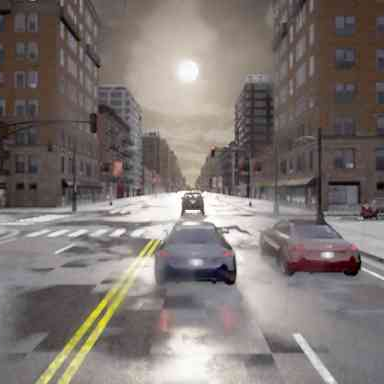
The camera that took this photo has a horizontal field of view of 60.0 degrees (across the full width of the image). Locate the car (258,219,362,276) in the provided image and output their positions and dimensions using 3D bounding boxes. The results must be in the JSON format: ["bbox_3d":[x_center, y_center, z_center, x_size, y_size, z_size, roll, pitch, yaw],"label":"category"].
[{"bbox_3d":[3.332,1.504,10.165,1.994,1.385,4.181,0,0,0],"label":"car"}]

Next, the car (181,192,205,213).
[{"bbox_3d":[0.079,1.031,32.708,2.150,2.045,5.566,0,0,0],"label":"car"}]

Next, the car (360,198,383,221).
[{"bbox_3d":[15.037,1.235,24.574,4.553,1.767,2.097,0,0,0],"label":"car"}]

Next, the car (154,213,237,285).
[{"bbox_3d":[0.083,1.509,9.345,1.994,1.385,4.181,0,0,0],"label":"car"}]
